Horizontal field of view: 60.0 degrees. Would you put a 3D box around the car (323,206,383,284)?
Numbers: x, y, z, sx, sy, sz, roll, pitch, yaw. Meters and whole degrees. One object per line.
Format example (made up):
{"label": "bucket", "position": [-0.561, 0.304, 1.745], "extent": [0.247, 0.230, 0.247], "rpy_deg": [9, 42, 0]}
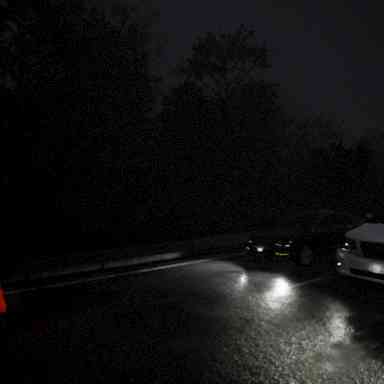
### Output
{"label": "car", "position": [5.895, 1.094, 8.186], "extent": [5.566, 2.045, 2.150], "rpy_deg": [-2, 1, -36]}

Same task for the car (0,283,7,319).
{"label": "car", "position": [-5.207, 1.357, 4.576], "extent": [4.553, 1.767, 2.097], "rpy_deg": [0, 0, -35]}

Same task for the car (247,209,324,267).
{"label": "car", "position": [3.960, 1.378, 11.108], "extent": [4.892, 1.490, 1.837], "rpy_deg": [-1, 1, -35]}
